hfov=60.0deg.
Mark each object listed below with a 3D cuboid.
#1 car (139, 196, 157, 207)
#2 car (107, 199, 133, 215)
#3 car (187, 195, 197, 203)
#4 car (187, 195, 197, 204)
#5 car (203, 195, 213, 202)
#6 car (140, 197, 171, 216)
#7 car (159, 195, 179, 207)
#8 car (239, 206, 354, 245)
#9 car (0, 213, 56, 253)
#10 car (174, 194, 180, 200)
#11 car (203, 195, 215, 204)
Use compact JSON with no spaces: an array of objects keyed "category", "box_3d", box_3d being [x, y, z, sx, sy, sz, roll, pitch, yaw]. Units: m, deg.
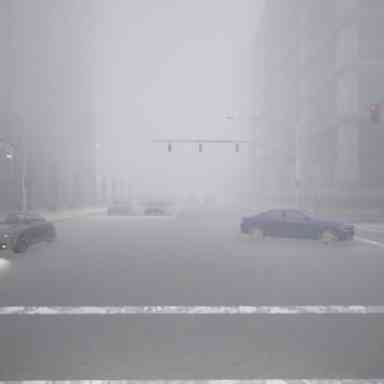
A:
[{"category":"car","box_3d":[-7.081,1.501,52.112,1.837,1.490,4.892,0,0,0]},{"category":"car","box_3d":[-7.094,1.501,33.254,1.837,1.490,4.892,0,0,0]},{"category":"car","box_3d":[0.011,1.502,73.696,2.128,1.511,4.902,0,0,0]},{"category":"car","box_3d":[0.009,1.485,64.309,2.128,1.511,4.902,0,0,0]},{"category":"car","box_3d":[3.511,1.501,73.695,1.812,1.442,4.674,0,0,0]},{"category":"car","box_3d":[-3.595,1.544,33.432,2.033,1.411,5.357,0,0,0]},{"category":"car","box_3d":[-3.586,1.542,52.253,2.033,1.411,5.357,0,0,0]},{"category":"car","box_3d":[4.678,1.445,15.315,5.008,1.535,1.882,0,1,27]},{"category":"car","box_3d":[-7.098,1.534,13.278,1.994,1.385,4.181,0,0,0]},{"category":"car","box_3d":[-3.490,1.189,68.629,1.882,1.535,5.008,0,0,0]},{"category":"car","box_3d":[3.510,1.485,64.620,2.128,1.511,4.902,0,0,0]}]
